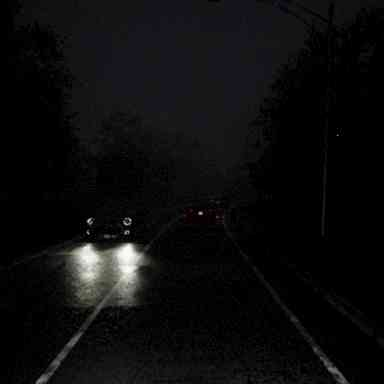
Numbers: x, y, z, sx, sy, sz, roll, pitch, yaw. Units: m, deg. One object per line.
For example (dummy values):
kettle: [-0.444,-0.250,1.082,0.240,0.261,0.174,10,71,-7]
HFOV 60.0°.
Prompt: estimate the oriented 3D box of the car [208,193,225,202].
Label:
car: [4.359,0.991,58.229,1.812,1.442,4.674,2,1,20]

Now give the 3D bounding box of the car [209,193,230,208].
car: [3.605,1.213,42.418,1.994,1.385,4.181,1,1,13]

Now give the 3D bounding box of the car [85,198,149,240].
car: [-3.404,1.160,15.818,2.097,1.767,4.553,0,2,2]

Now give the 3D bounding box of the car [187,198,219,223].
car: [0.724,1.348,23.822,1.994,1.385,4.181,0,1,4]
